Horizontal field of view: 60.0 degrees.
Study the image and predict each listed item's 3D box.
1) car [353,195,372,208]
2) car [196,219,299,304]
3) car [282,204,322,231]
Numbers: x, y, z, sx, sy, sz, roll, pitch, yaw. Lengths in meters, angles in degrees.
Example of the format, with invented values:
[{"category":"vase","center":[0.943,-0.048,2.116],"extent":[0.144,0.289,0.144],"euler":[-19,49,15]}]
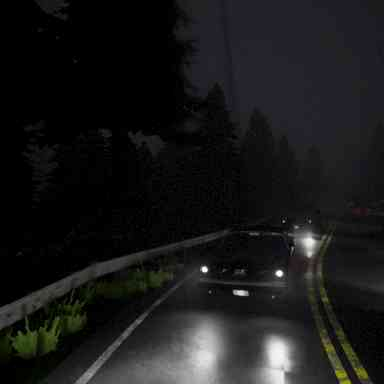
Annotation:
[{"category":"car","center":[20.684,1.060,40.219],"extent":[2.128,1.511,4.902],"euler":[-2,0,28]},{"category":"car","center":[1.601,1.599,8.426],"extent":[1.895,1.301,4.718],"euler":[-1,0,18]},{"category":"car","center":[6.700,1.461,20.059],"extent":[2.033,1.411,5.357],"euler":[-2,0,26]}]
